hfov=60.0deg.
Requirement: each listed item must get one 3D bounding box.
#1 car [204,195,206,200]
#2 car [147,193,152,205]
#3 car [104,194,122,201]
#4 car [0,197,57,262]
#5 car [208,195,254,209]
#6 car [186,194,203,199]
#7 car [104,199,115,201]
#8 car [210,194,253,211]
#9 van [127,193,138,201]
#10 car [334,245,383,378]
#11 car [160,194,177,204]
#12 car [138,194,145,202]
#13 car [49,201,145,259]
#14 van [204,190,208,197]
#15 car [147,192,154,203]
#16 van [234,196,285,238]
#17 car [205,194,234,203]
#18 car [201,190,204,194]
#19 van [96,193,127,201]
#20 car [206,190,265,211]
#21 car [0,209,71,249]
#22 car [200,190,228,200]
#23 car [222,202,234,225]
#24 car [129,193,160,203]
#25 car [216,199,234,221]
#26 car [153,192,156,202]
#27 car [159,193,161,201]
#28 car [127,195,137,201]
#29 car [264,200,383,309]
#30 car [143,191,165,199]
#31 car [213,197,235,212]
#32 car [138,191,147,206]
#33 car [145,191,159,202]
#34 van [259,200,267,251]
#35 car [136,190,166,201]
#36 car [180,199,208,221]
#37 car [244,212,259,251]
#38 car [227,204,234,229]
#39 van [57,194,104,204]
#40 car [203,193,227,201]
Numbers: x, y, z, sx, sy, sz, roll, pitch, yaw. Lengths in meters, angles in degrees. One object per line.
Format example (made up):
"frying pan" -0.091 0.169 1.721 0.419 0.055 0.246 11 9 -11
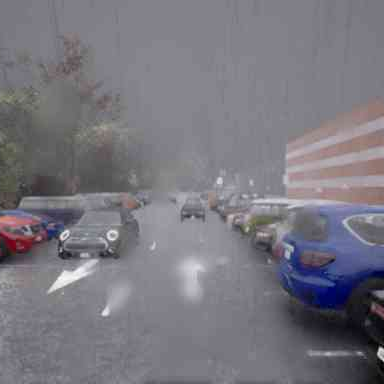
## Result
"car" 4.253 1.302 34.447 5.366 1.575 1.946 0 1 0
"car" -8.118 1.193 42.737 5.008 1.535 2.097 0 1 0
"car" -8.107 1.294 25.796 4.553 1.767 2.185 0 1 0
"car" -8.125 1.278 11.659 5.566 2.045 2.435 0 0 0
"car" 4.628 1.226 40.098 5.366 1.575 1.946 0 1 0
"car" 0.110 1.275 42.931 1.994 1.385 4.181 0 1 0
"car" -8.173 1.486 23.101 4.792 1.488 2.163 0 1 0
"car" 4.409 1.141 37.271 4.553 1.767 2.185 0 1 0
"van" -8.245 1.079 34.391 4.442 1.987 1.878 0 1 0
"car" 4.411 1.495 3.344 5.008 1.535 2.097 0 0 0
"car" -3.293 1.204 51.007 1.895 1.301 4.718 0 1 0
"car" -8.133 1.269 37.091 5.008 1.535 2.097 0 1 0
"car" -3.330 1.405 12.706 2.097 1.767 4.553 0 0 1
"van" 4.332 0.890 48.571 4.442 1.987 1.878 0 1 0
"car" -8.126 1.155 45.561 5.008 1.535 2.097 0 1 0
"van" 4.308 1.313 14.527 4.442 1.987 1.878 0 0 0
"car" 4.450 1.080 54.226 4.674 1.452 2.002 0 1 0
"car" 4.464 0.924 62.701 5.008 1.535 2.097 0 1 0
"van" -8.253 1.155 28.741 4.442 1.987 1.878 0 1 0
"car" 4.408 1.091 31.618 5.566 2.045 2.435 0 1 0
"car" -8.145 1.538 14.493 5.008 1.535 2.097 0 0 0
"car" 4.492 0.590 68.349 5.566 2.045 2.435 0 1 0
"car" 4.431 1.534 20.320 4.674 1.452 2.002 0 1 0
"car" -8.110 1.004 56.979 4.892 1.521 2.231 0 1 0
"car" 4.436 1.456 23.145 5.008 1.535 2.097 0 1 0
"car" -8.149 1.146 48.509 4.792 1.488 2.163 0 1 0
"car" -8.111 1.040 54.155 5.008 1.535 2.097 0 1 0
"car" -8.139 1.344 31.569 4.892 1.521 2.231 0 1 0
"car" 4.447 1.256 6.171 5.566 2.045 2.435 0 0 0
"car" -8.045 0.666 71.103 4.553 1.767 2.185 0 0 0
"car" 4.432 1.420 28.797 4.674 1.452 2.002 0 1 0
"car" -8.156 1.105 39.913 4.553 1.767 2.185 0 1 0
"car" -8.113 1.078 51.332 5.008 1.535 2.097 0 1 0
"van" 4.304 1.293 8.996 4.442 1.987 1.878 0 0 0
"car" -8.084 0.634 65.322 5.566 2.045 2.435 0 1 0
"car" 0.078 1.531 26.564 1.895 1.301 4.718 0 1 0
"car" 4.420 1.571 11.821 4.674 1.452 2.002 0 0 0
"car" 4.424 1.567 17.486 4.674 1.452 2.002 0 1 0
"van" -8.025 1.268 20.271 4.442 1.987 1.878 0 1 0
"car" 4.464 0.923 65.529 4.674 1.452 2.002 0 1 0
